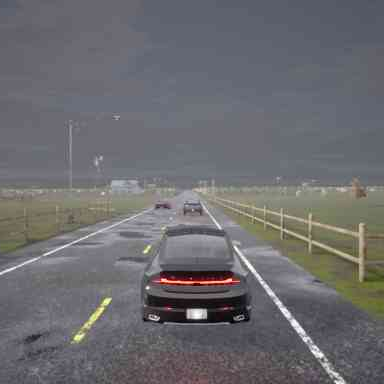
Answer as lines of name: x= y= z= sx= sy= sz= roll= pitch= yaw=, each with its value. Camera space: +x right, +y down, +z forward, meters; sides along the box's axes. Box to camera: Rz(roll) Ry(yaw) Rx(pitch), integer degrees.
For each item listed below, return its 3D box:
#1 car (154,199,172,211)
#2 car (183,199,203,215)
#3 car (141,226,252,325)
car: x=-3.559 y=1.574 z=41.213 sx=1.895 sy=1.301 sz=4.718 roll=0 pitch=0 yaw=0
car: x=0.095 y=1.475 z=33.196 sx=2.128 sy=1.511 sz=4.902 roll=0 pitch=0 yaw=0
car: x=0.077 y=1.504 z=7.210 sx=1.837 sy=1.490 sz=4.892 roll=0 pitch=0 yaw=0
